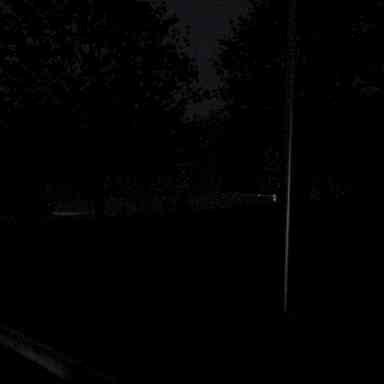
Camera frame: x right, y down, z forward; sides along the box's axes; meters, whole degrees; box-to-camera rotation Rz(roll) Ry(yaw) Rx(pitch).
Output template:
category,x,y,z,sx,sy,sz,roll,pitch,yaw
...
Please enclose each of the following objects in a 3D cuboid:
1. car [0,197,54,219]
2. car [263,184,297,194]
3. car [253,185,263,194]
category,x,y,z,sx,sy,sz,roll,pitch,yaw
car,-12.305,0.952,23.616,4.674,1.442,1.812,-1,2,-44
car,13.318,-0.408,48.918,4.674,1.442,1.812,-3,3,-25
car,11.839,-0.557,52.086,5.008,1.535,1.882,-3,3,-25
